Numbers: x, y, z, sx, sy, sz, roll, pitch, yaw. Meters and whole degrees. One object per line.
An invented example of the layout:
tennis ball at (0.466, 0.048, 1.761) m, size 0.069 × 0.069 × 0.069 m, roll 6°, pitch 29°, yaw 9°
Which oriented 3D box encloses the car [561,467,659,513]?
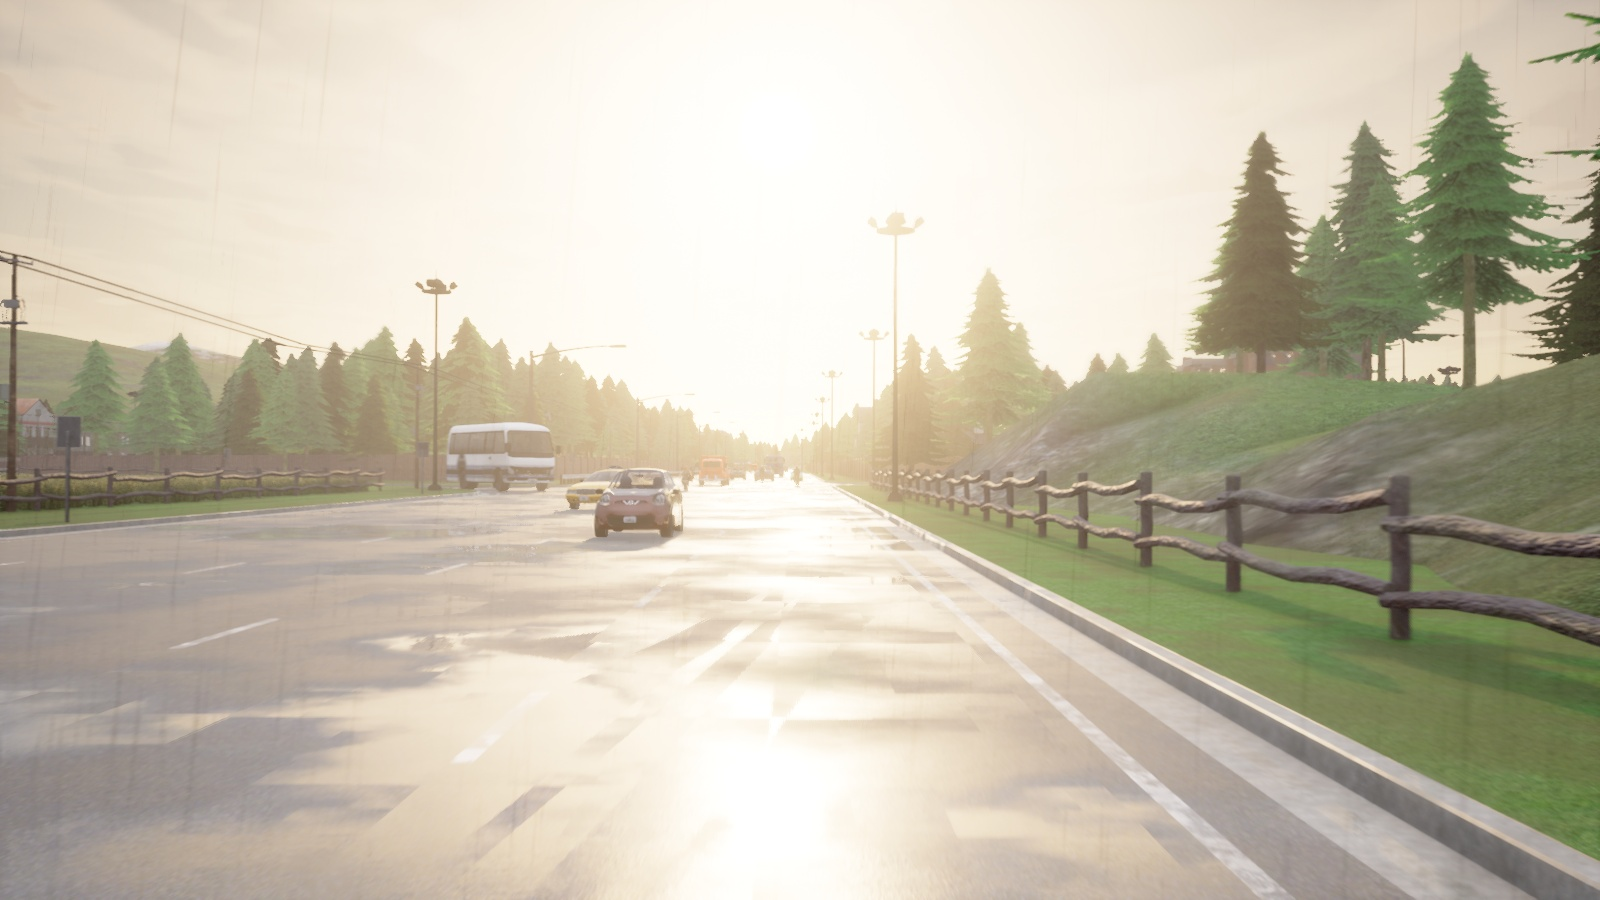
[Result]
car at (-6.843, 1.402, 45.809) m, size 1.801 × 1.575 × 5.366 m, roll 0°, pitch -1°, yaw 11°

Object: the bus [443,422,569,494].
bus at (-18.759, 0.594, 79.473) m, size 3.944 × 4.253 × 10.273 m, roll 1°, pitch -1°, yaw -37°

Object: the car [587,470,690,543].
car at (-3.567, 1.224, 28.297) m, size 1.845 × 1.501 × 3.633 m, roll 0°, pitch -1°, yaw 0°
